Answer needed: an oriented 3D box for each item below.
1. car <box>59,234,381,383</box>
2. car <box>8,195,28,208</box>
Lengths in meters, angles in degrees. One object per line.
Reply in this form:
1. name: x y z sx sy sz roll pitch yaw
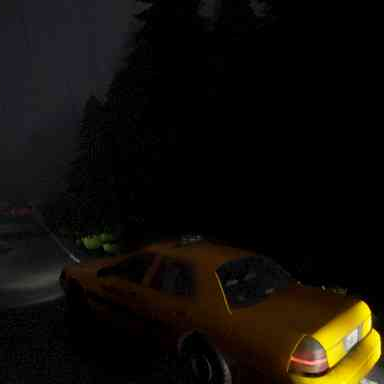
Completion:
1. car: -0.233 1.417 5.107 5.366 1.575 1.801 1 1 45
2. car: -20.969 1.057 40.165 2.128 1.511 4.902 -2 2 -26
